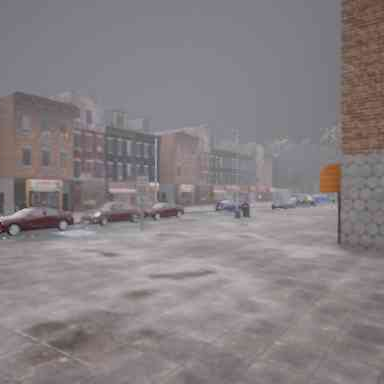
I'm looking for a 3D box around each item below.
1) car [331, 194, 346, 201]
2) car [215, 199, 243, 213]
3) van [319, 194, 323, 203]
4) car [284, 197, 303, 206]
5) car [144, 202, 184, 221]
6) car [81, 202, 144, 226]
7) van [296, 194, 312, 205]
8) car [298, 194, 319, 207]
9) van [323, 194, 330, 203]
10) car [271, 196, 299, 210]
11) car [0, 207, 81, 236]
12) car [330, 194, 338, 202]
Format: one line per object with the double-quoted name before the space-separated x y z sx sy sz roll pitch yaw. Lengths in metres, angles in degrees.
"car" 35.636 1.313 80.849 2.192 1.841 5.009 0 0 36
"car" 4.282 1.499 37.186 1.812 1.442 4.674 0 0 36
"van" 22.925 1.318 63.068 1.690 1.788 3.998 0 0 36
"car" 16.568 1.551 54.178 1.802 1.307 4.206 0 0 36
"car" -2.497 1.529 27.509 1.887 1.381 4.507 0 0 36
"car" -5.675 1.430 23.064 1.967 1.590 4.097 0 0 36
"van" 19.746 1.314 58.623 1.690 1.788 3.998 0 0 36
"car" 17.247 1.324 50.591 2.097 1.767 4.553 0 0 36
"van" 26.103 1.322 67.514 1.690 1.788 3.998 0 0 36
"car" 11.773 1.534 42.838 1.994 1.385 4.181 0 0 35
"car" -8.851 1.540 18.618 1.887 1.381 4.507 0 0 36
"car" 32.458 1.541 76.404 2.008 1.369 4.403 0 0 36
